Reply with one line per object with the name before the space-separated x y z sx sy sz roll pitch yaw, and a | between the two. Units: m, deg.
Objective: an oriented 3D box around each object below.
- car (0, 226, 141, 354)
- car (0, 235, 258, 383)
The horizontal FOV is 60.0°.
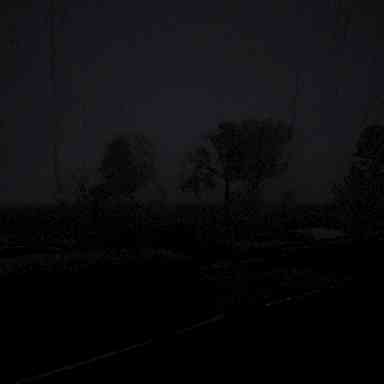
car | -3.424 1.503 5.210 4.892 1.490 1.837 0 0 -35
car | -1.684 1.351 2.455 4.553 1.767 2.097 0 0 -35
